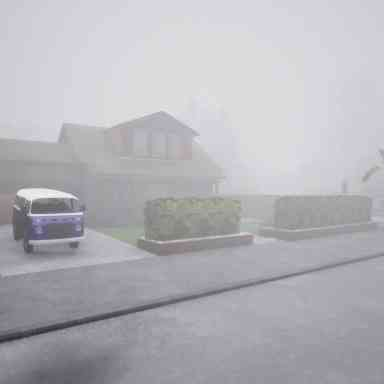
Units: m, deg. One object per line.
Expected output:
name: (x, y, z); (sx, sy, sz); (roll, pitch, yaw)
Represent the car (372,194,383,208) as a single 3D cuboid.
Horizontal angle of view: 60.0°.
car: (23.993, 0.990, 40.730); (3.866, 1.878, 1.905); (0, 0, 0)
